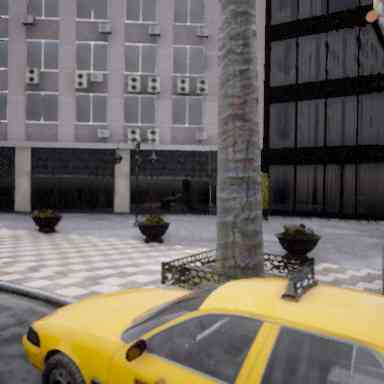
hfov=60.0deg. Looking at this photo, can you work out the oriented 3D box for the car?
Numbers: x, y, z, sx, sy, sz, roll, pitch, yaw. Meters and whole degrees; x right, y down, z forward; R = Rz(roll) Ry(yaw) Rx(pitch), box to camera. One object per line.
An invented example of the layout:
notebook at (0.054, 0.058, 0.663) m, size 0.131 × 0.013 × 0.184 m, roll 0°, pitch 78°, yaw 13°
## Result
car at (0.615, 1.435, 2.847) m, size 5.366 × 1.575 × 1.801 m, roll 1°, pitch 1°, yaw 35°
